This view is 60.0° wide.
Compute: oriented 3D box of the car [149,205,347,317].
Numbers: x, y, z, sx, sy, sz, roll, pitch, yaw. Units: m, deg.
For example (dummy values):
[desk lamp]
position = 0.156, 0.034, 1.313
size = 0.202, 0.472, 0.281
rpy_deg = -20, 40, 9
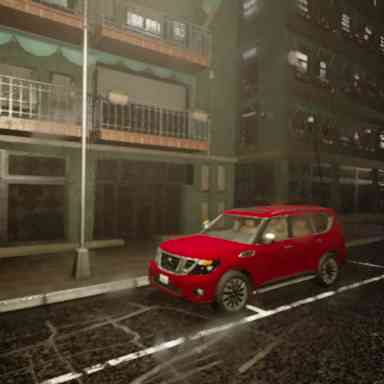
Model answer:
[car]
position = 1.532, 1.281, 7.629
size = 5.009, 1.841, 2.192
rpy_deg = 0, 1, -35
